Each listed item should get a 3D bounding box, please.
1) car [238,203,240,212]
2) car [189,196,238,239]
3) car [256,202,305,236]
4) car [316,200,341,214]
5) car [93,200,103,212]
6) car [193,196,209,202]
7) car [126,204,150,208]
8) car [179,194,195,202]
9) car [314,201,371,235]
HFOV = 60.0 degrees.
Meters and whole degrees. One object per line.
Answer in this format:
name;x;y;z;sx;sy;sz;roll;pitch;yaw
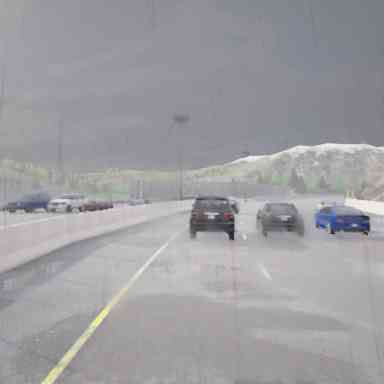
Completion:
car;4.054;1.531;35.607;1.812;1.442;4.674;0;0;12
car;1.137;1.222;17.531;2.150;2.045;5.566;0;0;6
car;4.808;1.361;18.631;2.097;1.767;4.553;0;0;6
car;15.147;1.631;37.169;1.895;1.301;4.718;0;0;13
car;-10.382;1.573;35.917;1.895;1.301;4.718;0;0;11
car;2.091;1.480;75.220;1.895;1.301;4.718;0;0;23
car;-6.102;1.508;39.157;1.812;1.442;4.674;0;0;13
car;-1.082;1.352;76.699;1.882;1.535;5.008;0;0;23
car;8.360;1.495;18.953;1.882;1.535;5.008;0;0;7
